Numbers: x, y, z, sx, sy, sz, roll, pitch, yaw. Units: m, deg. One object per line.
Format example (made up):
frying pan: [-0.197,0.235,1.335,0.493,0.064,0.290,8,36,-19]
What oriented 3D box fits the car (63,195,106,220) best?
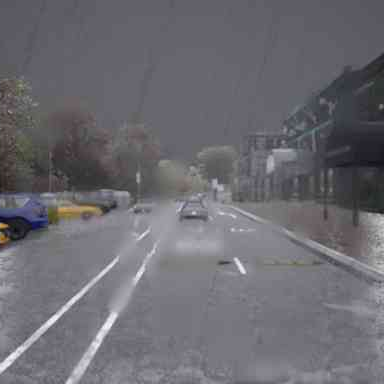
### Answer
car: [-9.254,1.262,23.940,5.366,1.575,1.946,-1,0,-20]

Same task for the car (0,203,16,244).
car: [-9.443,1.388,12.027,5.008,1.535,2.097,-1,0,-20]

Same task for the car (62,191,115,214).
car: [-9.392,0.984,26.835,5.566,2.045,2.435,-1,0,-20]

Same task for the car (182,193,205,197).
car: [0.301,1.149,41.549,2.033,1.411,5.357,0,1,2]

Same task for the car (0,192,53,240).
car: [-9.462,1.109,14.969,5.566,2.045,2.435,-1,1,-20]

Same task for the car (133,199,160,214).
car: [-4.142,1.310,30.728,1.895,1.301,4.718,0,1,1]

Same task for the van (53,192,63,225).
van: [-9.535,1.107,17.895,4.442,1.987,1.878,-1,1,-20]

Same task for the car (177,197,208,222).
car: [0.128,1.347,24.086,1.994,1.385,4.181,0,1,0]

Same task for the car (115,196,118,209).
car: [-9.435,0.953,29.763,5.566,2.045,2.435,-1,1,-20]

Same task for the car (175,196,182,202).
car: [-2.718,1.586,76.385,1.994,1.385,4.181,0,-1,3]
